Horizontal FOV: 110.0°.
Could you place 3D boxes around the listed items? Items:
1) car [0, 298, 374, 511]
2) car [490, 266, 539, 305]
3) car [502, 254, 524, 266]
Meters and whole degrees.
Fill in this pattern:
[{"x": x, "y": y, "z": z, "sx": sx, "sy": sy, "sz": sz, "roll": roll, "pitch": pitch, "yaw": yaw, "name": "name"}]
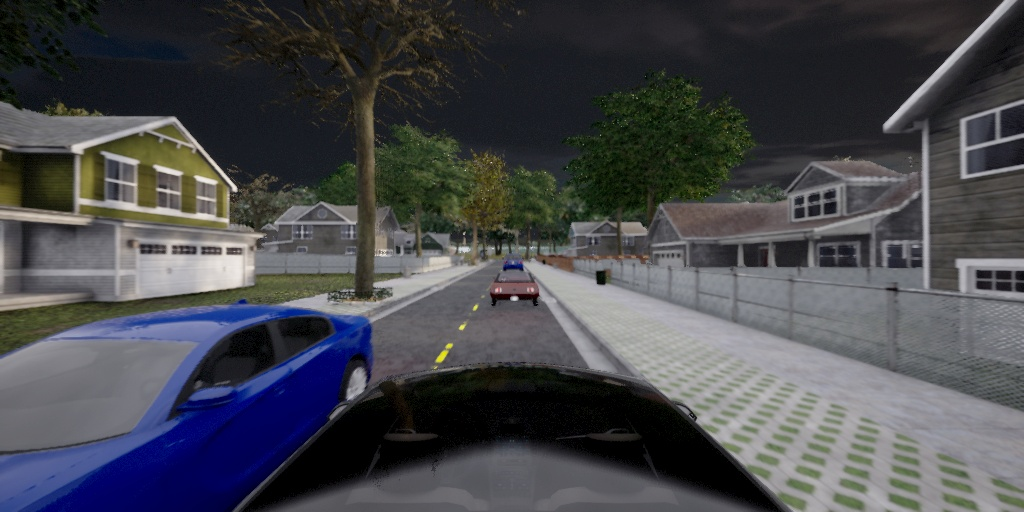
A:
[{"x": -2.839, "y": 1.222, "z": 2.947, "sx": 1.882, "sy": 1.535, "sz": 5.008, "roll": 0, "pitch": 1, "yaw": 0, "name": "car"}, {"x": 0.101, "y": 1.285, "z": 15.579, "sx": 1.895, "sy": 1.301, "sz": 4.718, "roll": 0, "pitch": 0, "yaw": 0, "name": "car"}, {"x": 0.118, "y": 0.761, "z": 38.996, "sx": 2.150, "sy": 2.045, "sz": 5.566, "roll": 0, "pitch": 0, "yaw": 0, "name": "car"}]
